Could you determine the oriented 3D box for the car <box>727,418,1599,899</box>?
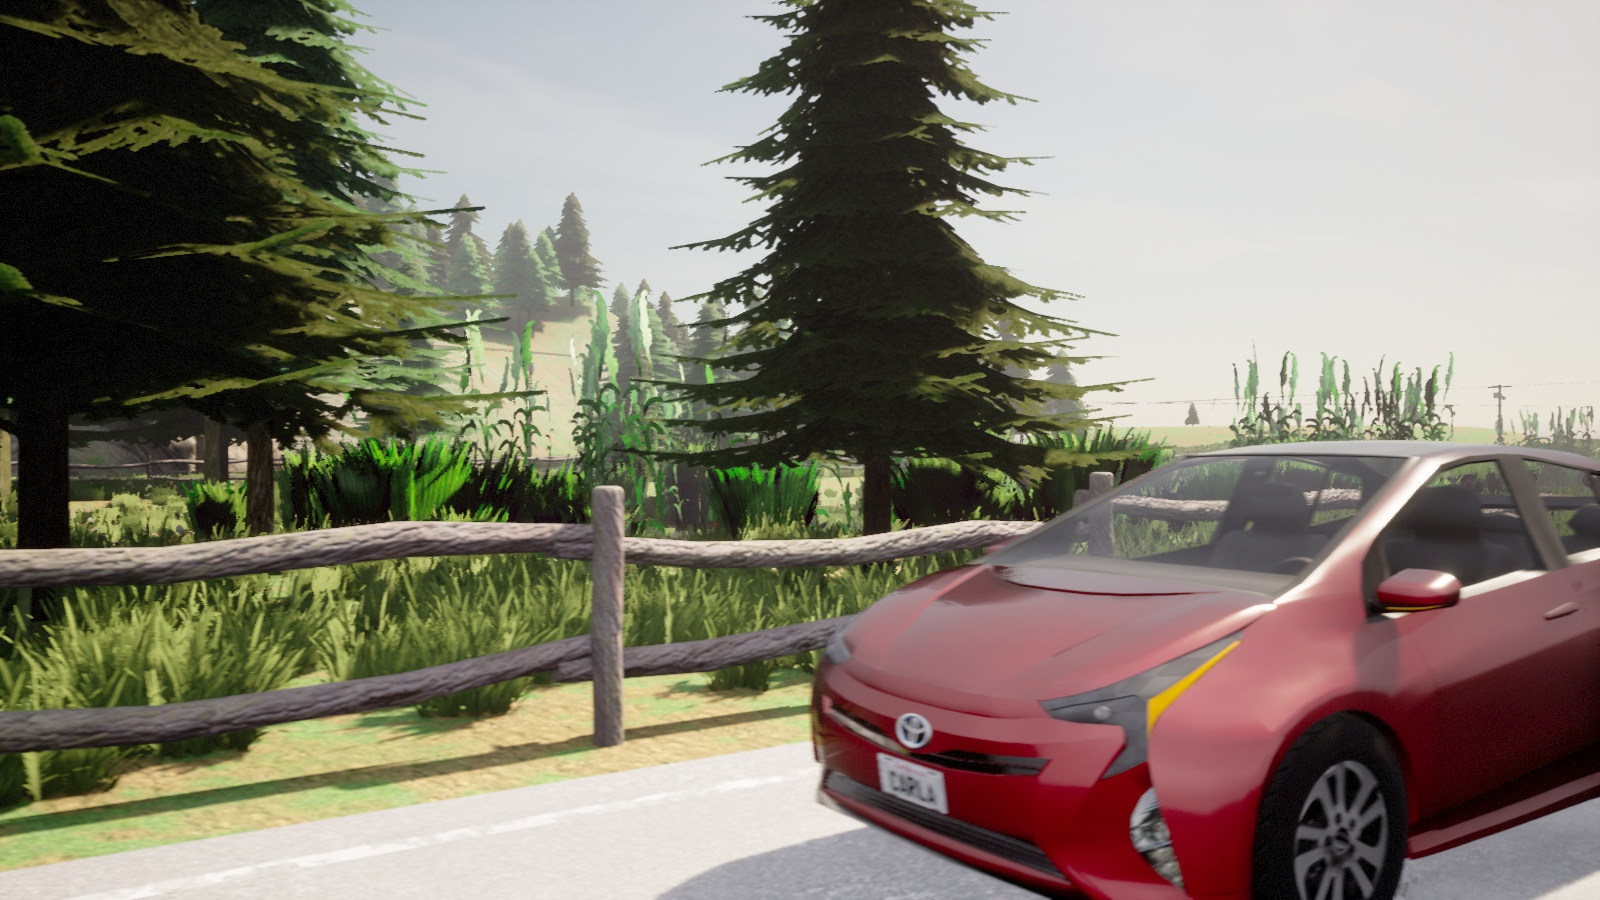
[{"bbox_3d":[2.163,0.676,5.123,4.514,1.525,2.007,0,0,-34],"label":"car"}]
